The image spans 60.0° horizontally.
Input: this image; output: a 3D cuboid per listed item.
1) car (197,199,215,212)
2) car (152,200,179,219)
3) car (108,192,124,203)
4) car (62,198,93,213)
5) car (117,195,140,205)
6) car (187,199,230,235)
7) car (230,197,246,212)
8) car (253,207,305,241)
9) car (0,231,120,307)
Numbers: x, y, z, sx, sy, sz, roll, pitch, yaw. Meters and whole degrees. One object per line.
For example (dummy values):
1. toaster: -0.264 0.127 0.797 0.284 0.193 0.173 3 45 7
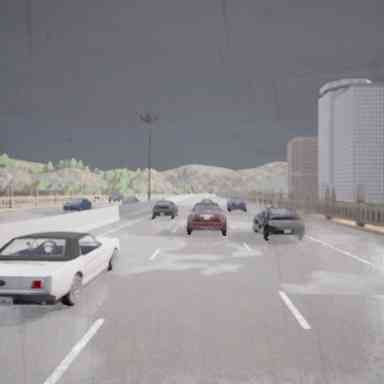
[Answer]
1. car: 1.733 1.561 40.159 2.033 1.411 5.357 0 0 2
2. car: -2.258 1.486 28.692 1.837 1.490 4.892 0 0 2
3. car: -14.799 1.031 65.597 2.150 2.045 5.566 0 0 2
4. car: -12.601 1.422 36.853 1.882 1.535 5.008 0 0 3
5. car: -8.627 1.487 47.022 1.837 1.490 4.892 0 0 3
6. car: 0.839 1.343 18.985 2.097 1.767 4.553 0 0 2
7. car: 5.215 1.381 39.659 2.097 1.767 4.553 0 0 2
8. car: 4.251 1.497 16.848 2.128 1.511 4.902 0 0 2
9. car: -3.124 1.579 7.901 1.895 1.301 4.718 0 0 2
